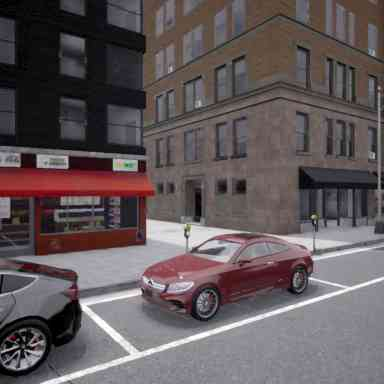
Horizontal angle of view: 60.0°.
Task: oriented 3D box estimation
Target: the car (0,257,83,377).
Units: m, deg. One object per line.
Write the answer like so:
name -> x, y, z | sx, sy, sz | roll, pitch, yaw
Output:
car -> -3.550, 1.566, 4.003 | 4.313, 1.339, 1.947 | 0, 0, -35

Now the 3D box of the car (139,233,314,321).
car -> 0.931, 1.582, 7.195 | 4.206, 1.307, 1.802 | 0, 0, -35
